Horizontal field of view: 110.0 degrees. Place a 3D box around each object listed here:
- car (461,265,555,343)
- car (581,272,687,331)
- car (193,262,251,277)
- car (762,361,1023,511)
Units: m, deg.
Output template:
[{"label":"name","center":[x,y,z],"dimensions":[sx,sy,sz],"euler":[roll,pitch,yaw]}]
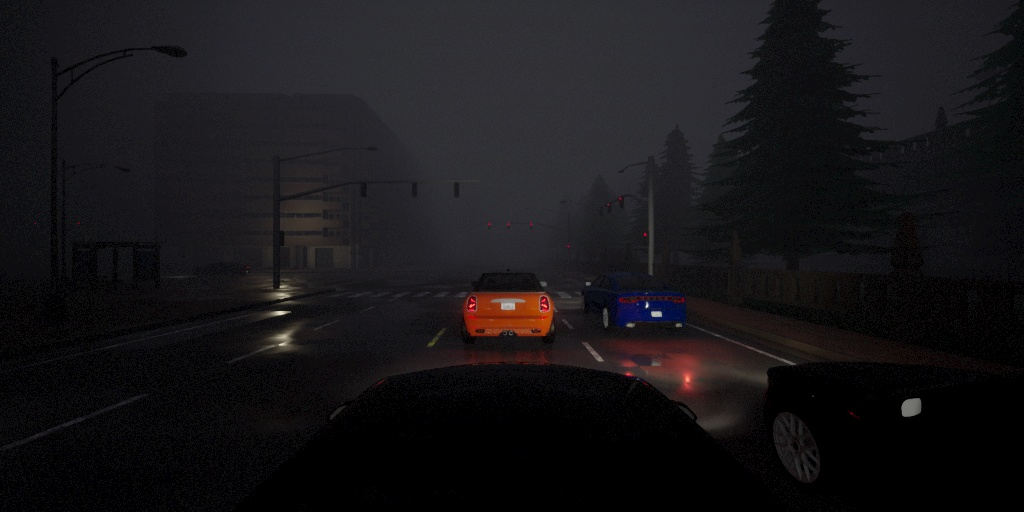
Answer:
[{"label":"car","center":[-0.081,1.102,9.835],"dimensions":[2.097,1.767,4.553],"euler":[0,0,0]},{"label":"car","center":[3.419,1.228,10.979],"dimensions":[1.882,1.535,5.008],"euler":[0,0,0]},{"label":"car","center":[-28.802,1.310,35.648],"dimensions":[4.892,1.490,1.837],"euler":[0,0,-1]},{"label":"car","center":[3.288,1.228,1.453],"dimensions":[1.882,1.535,5.008],"euler":[0,0,3]}]
